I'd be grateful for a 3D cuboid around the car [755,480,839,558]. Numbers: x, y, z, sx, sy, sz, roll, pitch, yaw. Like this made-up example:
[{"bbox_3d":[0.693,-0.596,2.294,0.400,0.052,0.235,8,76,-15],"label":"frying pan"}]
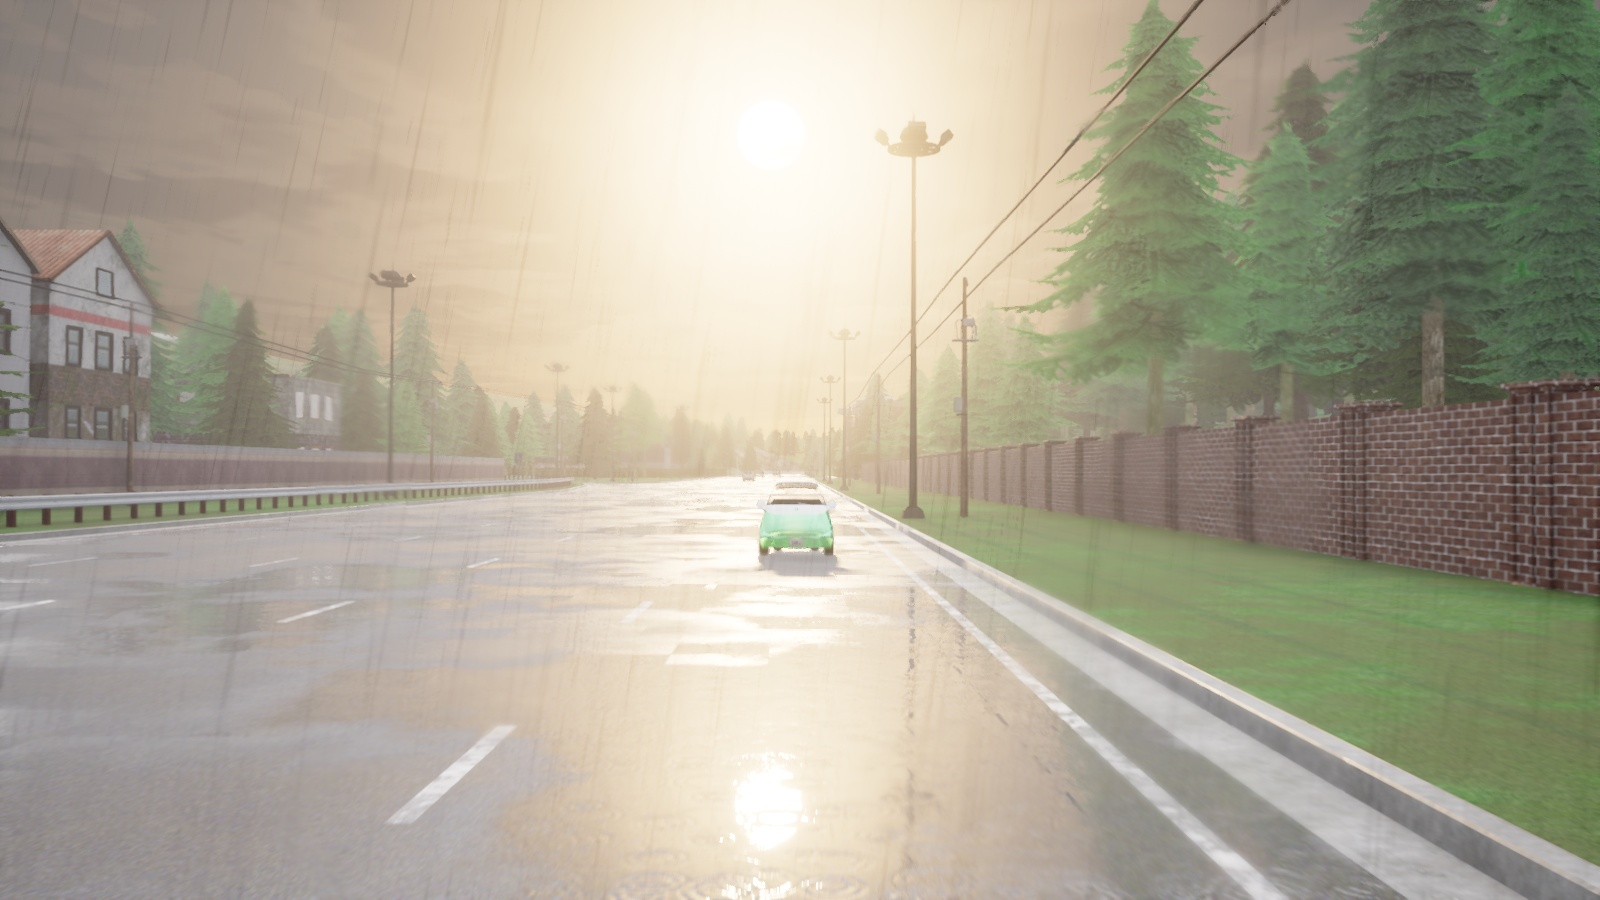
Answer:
[{"bbox_3d":[-0.057,1.264,23.570,1.481,1.376,2.207,0,-1,0],"label":"car"}]
